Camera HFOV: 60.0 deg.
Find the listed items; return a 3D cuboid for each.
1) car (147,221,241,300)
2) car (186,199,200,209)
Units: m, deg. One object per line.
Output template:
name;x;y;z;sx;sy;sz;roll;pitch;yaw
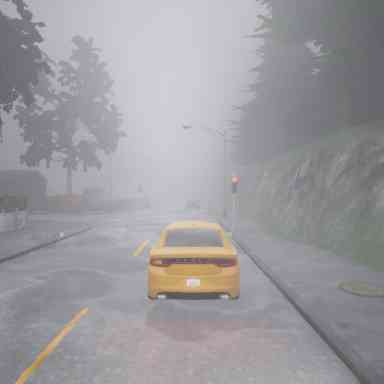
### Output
car;0.048;1.478;8.463;1.882;1.535;5.008;0;0;1
car;0.141;1.601;44.498;1.895;1.301;4.718;0;0;0
